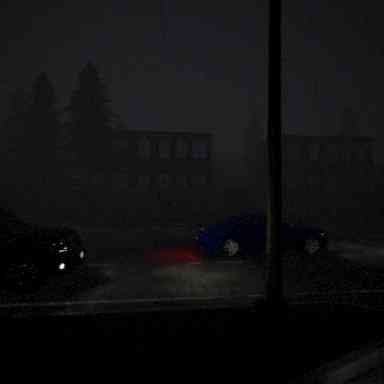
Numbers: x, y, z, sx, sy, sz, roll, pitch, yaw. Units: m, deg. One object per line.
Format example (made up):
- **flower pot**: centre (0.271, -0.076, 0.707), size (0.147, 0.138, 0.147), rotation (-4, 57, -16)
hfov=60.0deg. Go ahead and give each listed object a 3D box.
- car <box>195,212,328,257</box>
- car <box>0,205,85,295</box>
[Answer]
- **car**: centre (2.620, 1.529, 12.695), size (5.008, 1.535, 1.882), rotation (0, 0, -8)
- **car**: centre (-5.529, 1.217, 8.011), size (5.566, 2.045, 2.150), rotation (0, 0, -8)
